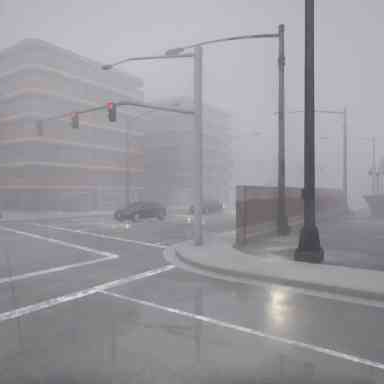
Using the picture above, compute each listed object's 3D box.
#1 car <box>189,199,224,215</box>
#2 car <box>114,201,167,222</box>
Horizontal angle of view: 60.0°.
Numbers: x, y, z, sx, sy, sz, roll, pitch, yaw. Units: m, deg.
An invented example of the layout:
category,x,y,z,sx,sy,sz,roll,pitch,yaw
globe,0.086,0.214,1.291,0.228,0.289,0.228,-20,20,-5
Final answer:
category,x,y,z,sx,sy,sz,roll,pitch,yaw
car,1.597,1.505,34.480,1.837,1.490,4.892,0,0,35
car,-3.996,1.505,26.359,1.837,1.490,4.892,0,0,35
